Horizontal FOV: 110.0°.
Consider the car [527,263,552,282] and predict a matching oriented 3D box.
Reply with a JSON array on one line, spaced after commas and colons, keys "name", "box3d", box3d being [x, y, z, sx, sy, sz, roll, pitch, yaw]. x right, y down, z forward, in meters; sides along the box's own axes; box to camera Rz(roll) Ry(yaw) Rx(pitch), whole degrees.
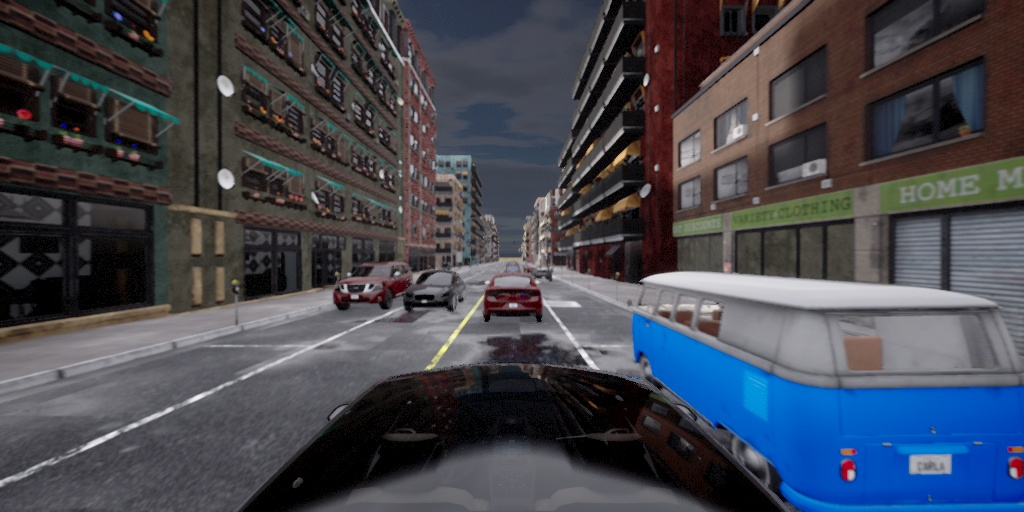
[{"name": "car", "box3d": [2.686, 1.584, 32.561, 2.007, 1.370, 4.403, 0, 0, 0]}]

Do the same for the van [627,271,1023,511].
[{"name": "van", "box3d": [2.689, 1.113, 4.139, 1.690, 1.789, 3.998, 0, 0, 0]}]

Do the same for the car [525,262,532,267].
[{"name": "car", "box3d": [2.685, 1.686, 43.930, 1.888, 1.381, 4.507, 0, 0, 0]}]

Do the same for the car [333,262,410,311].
[{"name": "car", "box3d": [-5.693, 1.190, 15.511, 2.192, 1.841, 5.009, 0, 0, 0]}]

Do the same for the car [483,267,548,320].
[{"name": "car", "box3d": [0.022, 1.330, 13.074, 1.882, 1.535, 5.008, 0, 0, 0]}]

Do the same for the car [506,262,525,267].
[{"name": "car", "box3d": [0.095, 1.673, 40.612, 1.994, 1.385, 4.181, 0, -1, 0]}]

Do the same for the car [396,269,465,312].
[{"name": "car", "box3d": [-3.099, 1.377, 15.123, 1.837, 1.490, 4.892, 0, -1, 0]}]
